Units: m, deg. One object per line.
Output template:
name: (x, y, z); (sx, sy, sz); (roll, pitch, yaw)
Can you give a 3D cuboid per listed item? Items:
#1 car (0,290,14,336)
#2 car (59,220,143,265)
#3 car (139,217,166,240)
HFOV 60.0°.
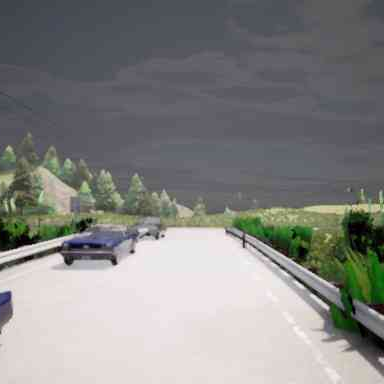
car: (-3.555, 1.632, 2.662); (1.895, 1.301, 4.718); (0, -1, 0)
car: (-3.378, 1.945, 13.026); (1.895, 1.301, 4.718); (0, -3, 2)
car: (-2.961, 2.513, 23.407); (2.128, 1.511, 4.902); (0, -5, 3)
